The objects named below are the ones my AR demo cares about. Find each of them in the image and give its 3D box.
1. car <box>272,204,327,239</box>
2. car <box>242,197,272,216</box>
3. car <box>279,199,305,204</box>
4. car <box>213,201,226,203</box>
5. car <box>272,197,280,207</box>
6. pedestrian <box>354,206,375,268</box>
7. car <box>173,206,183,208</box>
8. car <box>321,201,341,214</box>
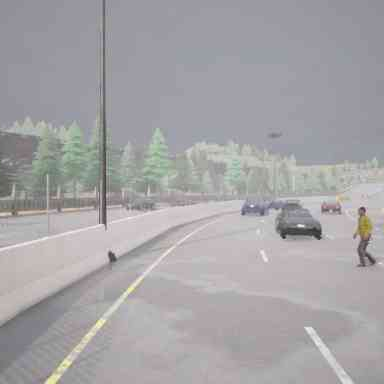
[{"bbox_3d":[5.539,1.564,17.647,1.994,1.385,4.181,0,0,11],"label":"car"},{"bbox_3d":[6.354,1.352,33.049,2.097,1.767,4.553,0,0,20],"label":"car"},{"bbox_3d":[10.233,1.503,33.454,1.837,1.490,4.892,0,0,21],"label":"car"},{"bbox_3d":[4.443,1.491,46.501,2.128,1.511,4.902,0,0,28],"label":"car"},{"bbox_3d":[10.334,1.352,42.349,2.097,1.767,4.553,0,0,28],"label":"car"},{"bbox_3d":[5.067,1.294,9.842,0.375,1.860,0.375,0,0,6],"label":"pedestrian"},{"bbox_3d":[-1.180,1.564,42.827,1.994,1.385,4.181,0,0,25],"label":"car"},{"bbox_3d":[15.133,1.601,36.053,1.895,1.301,4.718,0,0,24],"label":"car"}]
